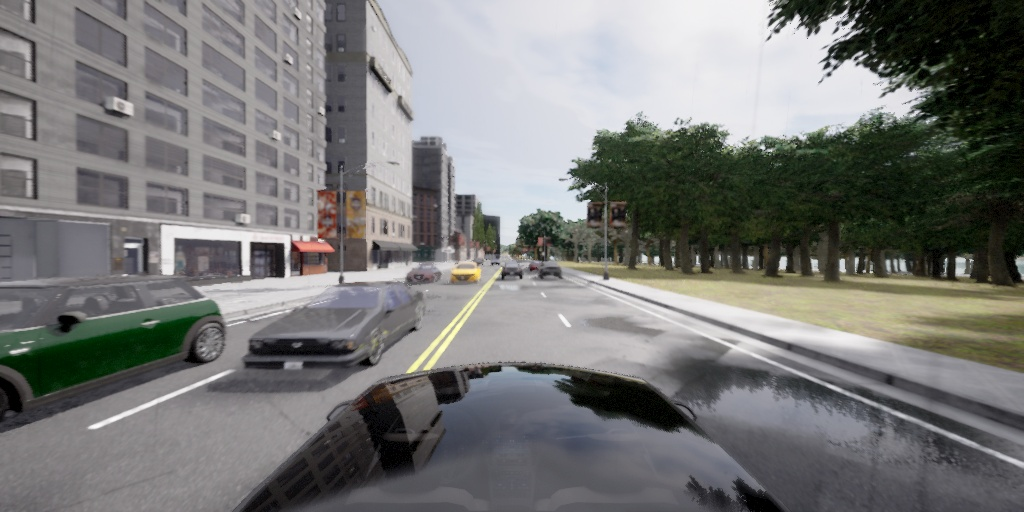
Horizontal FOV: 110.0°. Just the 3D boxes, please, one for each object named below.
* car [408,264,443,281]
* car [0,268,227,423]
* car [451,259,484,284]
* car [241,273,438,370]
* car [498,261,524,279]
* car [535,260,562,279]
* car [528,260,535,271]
[{"bbox_3d":[-6.572,1.303,27.256,1.994,1.385,4.181,0,0,0],"label":"car"},{"bbox_3d":[-6.598,1.100,5.018,2.097,1.767,4.553,0,0,0],"label":"car"},{"bbox_3d":[-3.322,1.216,26.731,1.882,1.535,5.008,0,0,0],"label":"car"},{"bbox_3d":[-3.346,1.295,8.157,2.033,1.411,5.357,0,0,0],"label":"car"},{"bbox_3d":[0.004,1.260,31.746,1.812,1.442,4.674,0,0,0],"label":"car"},{"bbox_3d":[3.346,1.241,32.192,1.837,1.490,4.892,0,1,0],"label":"car"},{"bbox_3d":[3.335,1.284,48.984,1.994,1.385,4.181,0,0,0],"label":"car"}]
